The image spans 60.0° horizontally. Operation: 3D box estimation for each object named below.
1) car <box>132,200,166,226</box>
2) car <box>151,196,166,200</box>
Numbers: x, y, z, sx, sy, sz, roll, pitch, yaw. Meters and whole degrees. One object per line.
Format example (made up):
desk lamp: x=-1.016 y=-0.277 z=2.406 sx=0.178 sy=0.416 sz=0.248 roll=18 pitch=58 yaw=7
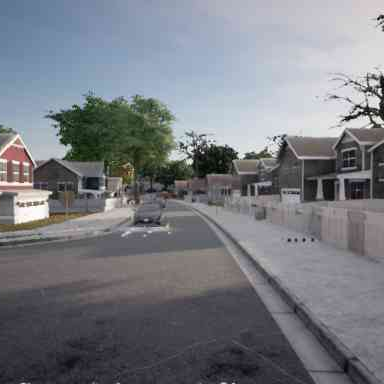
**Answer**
car: x=-3.085 y=1.569 z=23.918 sx=1.837 sy=1.490 sz=4.892 roll=0 pitch=0 yaw=-3
car: x=-4.900 y=1.416 z=48.828 sx=2.097 sy=1.767 sz=4.553 roll=0 pitch=0 yaw=-6
